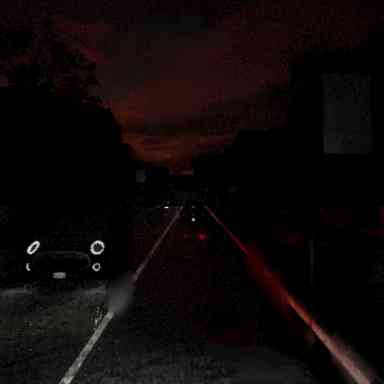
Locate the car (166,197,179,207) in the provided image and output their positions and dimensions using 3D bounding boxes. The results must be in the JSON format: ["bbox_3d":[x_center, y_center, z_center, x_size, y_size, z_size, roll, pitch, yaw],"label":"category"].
[{"bbox_3d":[-3.109,1.553,53.108,1.837,1.490,4.892,0,0,0],"label":"car"}]

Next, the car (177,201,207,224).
[{"bbox_3d":[0.099,1.624,25.154,1.895,1.301,4.718,0,0,0],"label":"car"}]

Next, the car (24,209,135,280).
[{"bbox_3d":[-3.100,1.361,10.030,2.097,1.767,4.553,0,0,0],"label":"car"}]

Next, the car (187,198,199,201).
[{"bbox_3d":[0.105,1.545,42.815,1.837,1.490,4.892,0,0,0],"label":"car"}]
